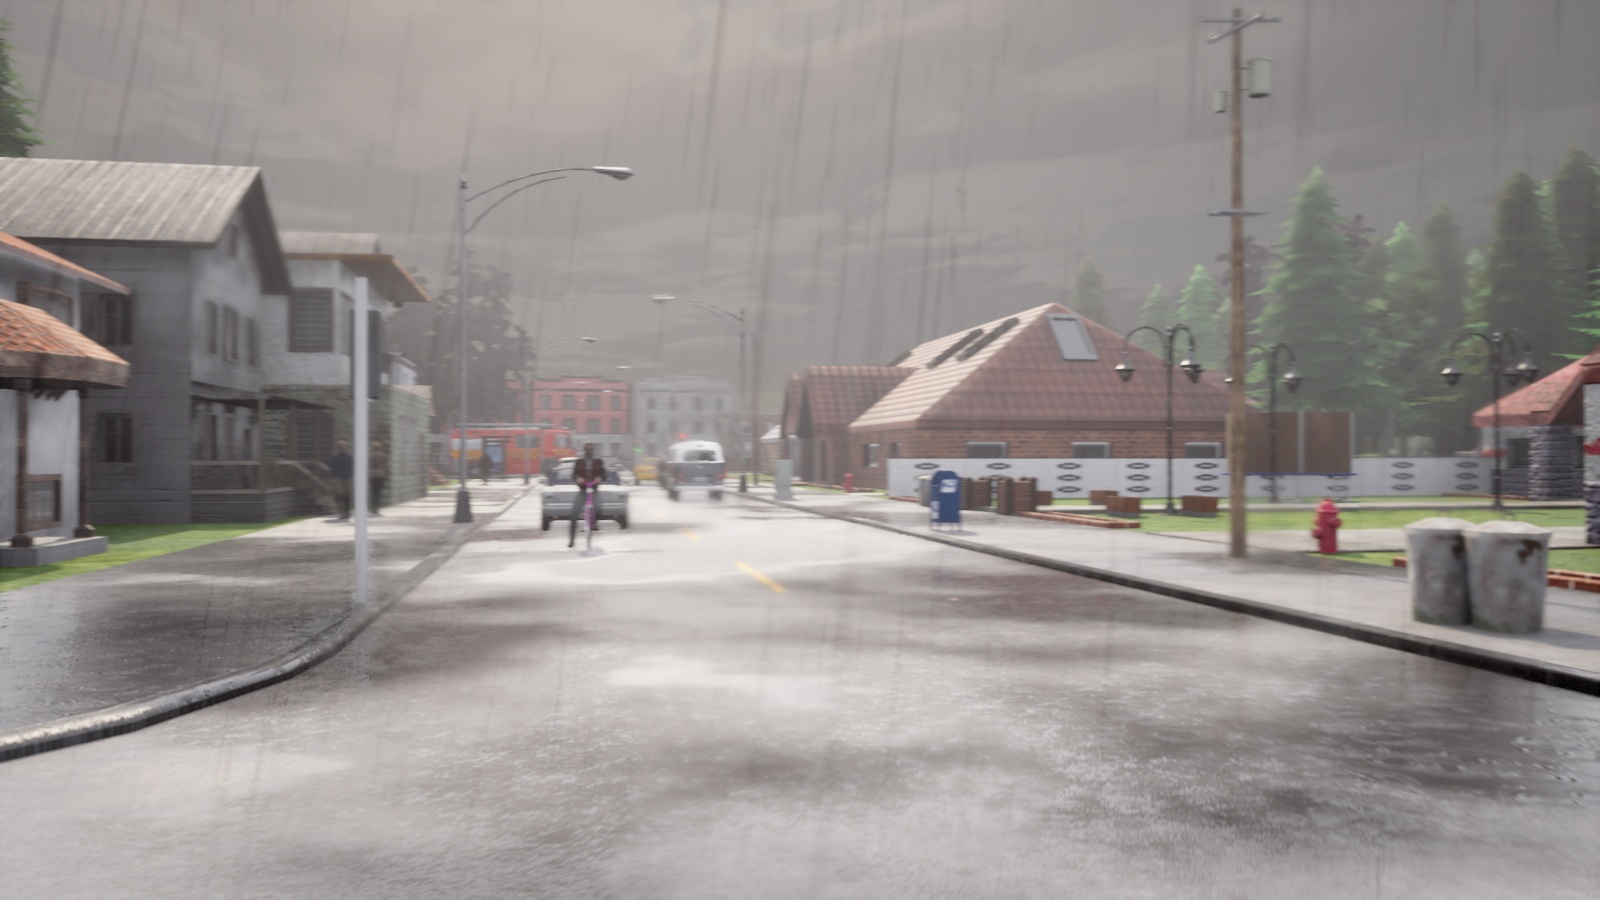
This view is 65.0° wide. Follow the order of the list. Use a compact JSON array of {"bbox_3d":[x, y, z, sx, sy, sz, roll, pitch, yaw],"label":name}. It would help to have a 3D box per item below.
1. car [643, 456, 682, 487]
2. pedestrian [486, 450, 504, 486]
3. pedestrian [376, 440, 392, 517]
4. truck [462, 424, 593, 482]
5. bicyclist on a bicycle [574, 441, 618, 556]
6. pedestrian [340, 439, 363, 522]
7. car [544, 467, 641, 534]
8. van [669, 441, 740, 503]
[{"bbox_3d":[-7.287,1.115,66.305,1.801,1.575,5.366,0,0,-9],"label":"car"},{"bbox_3d":[-15.568,0.912,64.058,0.634,1.844,0.899,0,0,3],"label":"pedestrian"},{"bbox_3d":[-10.048,0.685,30.330,0.331,1.846,0.634,0,0,-23],"label":"pedestrian"},{"bbox_3d":[-18.448,0.178,85.520,8.468,3.827,2.891,0,0,-7],"label":"truck"},{"bbox_3d":[-3.311,0.754,20.311,0.659,1.776,1.843,0,-1,-10],"label":"bicyclist on a bicycle"},{"bbox_3d":[-10.024,0.671,28.083,0.402,1.842,0.726,0,0,-13],"label":"pedestrian"},{"bbox_3d":[-4.528,1.032,27.342,1.895,1.301,4.718,0,0,-10],"label":"car"},{"bbox_3d":[-3.446,0.751,44.391,2.069,2.038,4.480,0,0,-10],"label":"van"}]
